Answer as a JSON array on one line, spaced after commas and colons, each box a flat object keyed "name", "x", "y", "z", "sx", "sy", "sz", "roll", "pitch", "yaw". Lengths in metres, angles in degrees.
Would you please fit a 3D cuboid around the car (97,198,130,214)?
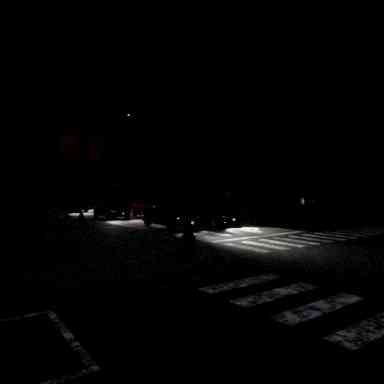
[{"name": "car", "x": -8.669, "y": 1.473, "z": 36.404, "sx": 1.812, "sy": 1.442, "sz": 4.674, "roll": 0, "pitch": 0, "yaw": -36}]

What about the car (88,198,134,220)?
[{"name": "car", "x": -6.898, "y": 1.468, "z": 28.352, "sx": 1.837, "sy": 1.490, "sz": 4.892, "roll": 0, "pitch": 0, "yaw": -36}]

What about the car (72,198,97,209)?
[{"name": "car", "x": -14.430, "y": 1.533, "z": 44.475, "sx": 1.895, "sy": 1.301, "sz": 4.718, "roll": 0, "pitch": 0, "yaw": -35}]

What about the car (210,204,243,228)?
[{"name": "car", "x": 1.446, "y": 1.538, "z": 22.303, "sx": 1.994, "sy": 1.385, "sz": 4.181, "roll": 0, "pitch": 0, "yaw": -36}]

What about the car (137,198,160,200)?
[{"name": "car", "x": -3.540, "y": 1.313, "z": 29.248, "sx": 2.097, "sy": 1.767, "sz": 4.553, "roll": 0, "pitch": 0, "yaw": -36}]

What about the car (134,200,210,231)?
[{"name": "car", "x": -1.407, "y": 1.469, "z": 20.706, "sx": 2.128, "sy": 1.511, "sz": 4.902, "roll": 0, "pitch": 0, "yaw": -36}]

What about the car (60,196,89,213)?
[{"name": "car", "x": -13.118, "y": 1.494, "z": 37.009, "sx": 2.033, "sy": 1.411, "sz": 5.357, "roll": 0, "pitch": 0, "yaw": -36}]
